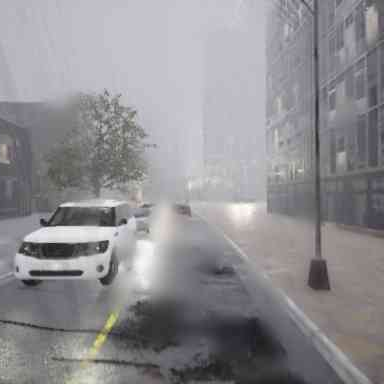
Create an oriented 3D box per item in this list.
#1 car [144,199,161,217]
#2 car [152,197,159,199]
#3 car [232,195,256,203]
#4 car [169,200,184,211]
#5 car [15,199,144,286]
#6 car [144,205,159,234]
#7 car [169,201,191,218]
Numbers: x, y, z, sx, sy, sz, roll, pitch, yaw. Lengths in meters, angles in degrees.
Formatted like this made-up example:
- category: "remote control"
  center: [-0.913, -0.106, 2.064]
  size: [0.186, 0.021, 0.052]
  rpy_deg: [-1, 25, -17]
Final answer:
- category: "car"
  center: [-3.798, 1.669, 30.163]
  size: [1.812, 1.442, 4.674]
  rpy_deg: [0, 0, -3]
- category: "car"
  center: [-7.083, 1.811, 64.619]
  size: [1.882, 1.535, 5.008]
  rpy_deg: [0, 0, -8]
- category: "car"
  center: [11.237, 1.528, 71.935]
  size: [5.009, 1.841, 2.192]
  rpy_deg: [0, -1, 13]
- category: "car"
  center: [-2.140, 1.815, 45.469]
  size: [1.895, 1.301, 4.718]
  rpy_deg: [0, 0, -5]
- category: "car"
  center: [-2.984, 1.270, 9.931]
  size: [2.150, 2.045, 5.566]
  rpy_deg: [0, 0, -1]
- category: "car"
  center: [-3.241, 1.697, 19.901]
  size: [1.895, 1.301, 4.718]
  rpy_deg: [0, 0, -2]
- category: "car"
  center: [-1.120, 1.633, 32.514]
  size: [1.882, 1.535, 5.008]
  rpy_deg: [0, -1, -4]
